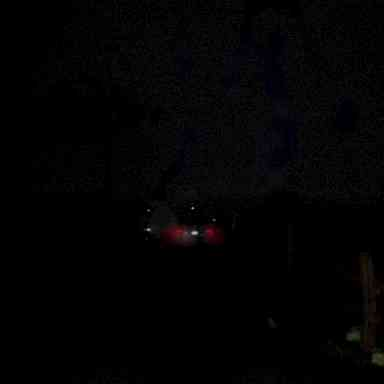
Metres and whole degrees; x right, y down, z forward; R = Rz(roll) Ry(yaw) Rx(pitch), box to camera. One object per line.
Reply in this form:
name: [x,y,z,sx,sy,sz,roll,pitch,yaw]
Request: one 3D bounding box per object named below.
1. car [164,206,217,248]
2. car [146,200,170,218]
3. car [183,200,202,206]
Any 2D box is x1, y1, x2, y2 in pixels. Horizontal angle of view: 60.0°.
car: [0.092,1.542,14.596,2.033,1.411,5.357,0,0,0]
car: [-2.859,1.470,29.176,1.812,1.442,4.674,0,0,0]
car: [0.084,1.489,33.123,1.994,1.385,4.181,0,0,0]
